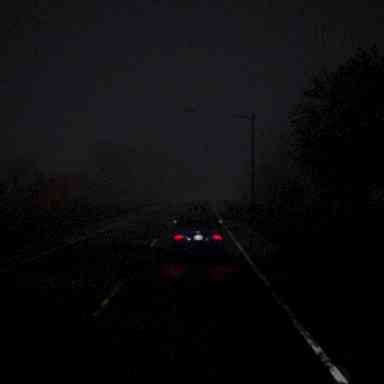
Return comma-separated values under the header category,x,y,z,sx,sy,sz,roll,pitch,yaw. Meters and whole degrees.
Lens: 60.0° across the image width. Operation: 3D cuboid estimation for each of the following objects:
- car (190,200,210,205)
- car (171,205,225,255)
category,x,y,z,sx,sy,sz,roll,pitch,yaw
car,0.761,1.401,31.613,1.895,1.301,4.718,0,0,2
car,0.228,1.461,12.953,2.033,1.411,5.357,0,0,1
